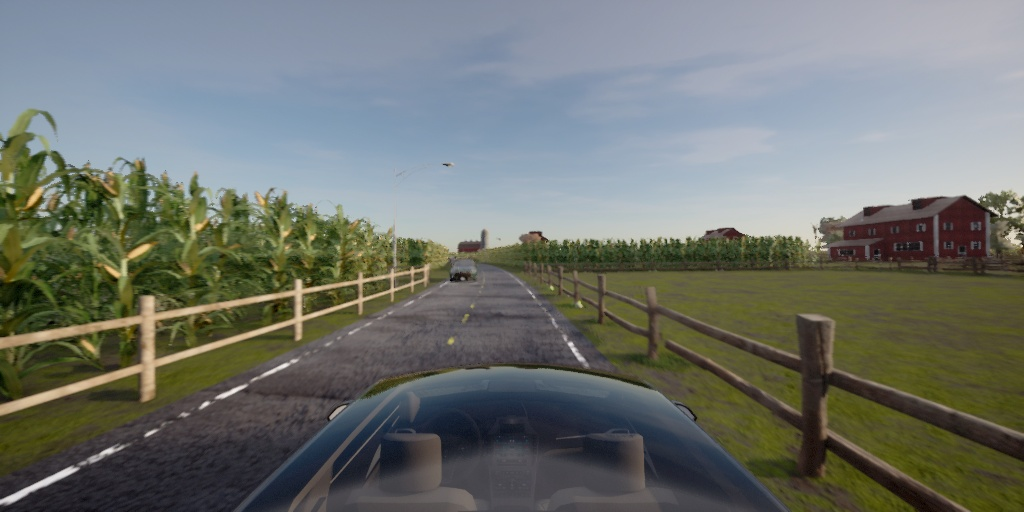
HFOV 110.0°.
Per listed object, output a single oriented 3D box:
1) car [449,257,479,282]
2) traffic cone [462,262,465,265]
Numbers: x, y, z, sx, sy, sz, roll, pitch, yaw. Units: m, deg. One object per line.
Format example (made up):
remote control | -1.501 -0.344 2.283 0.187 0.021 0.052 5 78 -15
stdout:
car | -3.765 1.102 28.675 2.097 1.767 4.553 0 0 -4
traffic cone | -8.304 1.704 62.801 0.340 0.580 0.340 0 0 -8
